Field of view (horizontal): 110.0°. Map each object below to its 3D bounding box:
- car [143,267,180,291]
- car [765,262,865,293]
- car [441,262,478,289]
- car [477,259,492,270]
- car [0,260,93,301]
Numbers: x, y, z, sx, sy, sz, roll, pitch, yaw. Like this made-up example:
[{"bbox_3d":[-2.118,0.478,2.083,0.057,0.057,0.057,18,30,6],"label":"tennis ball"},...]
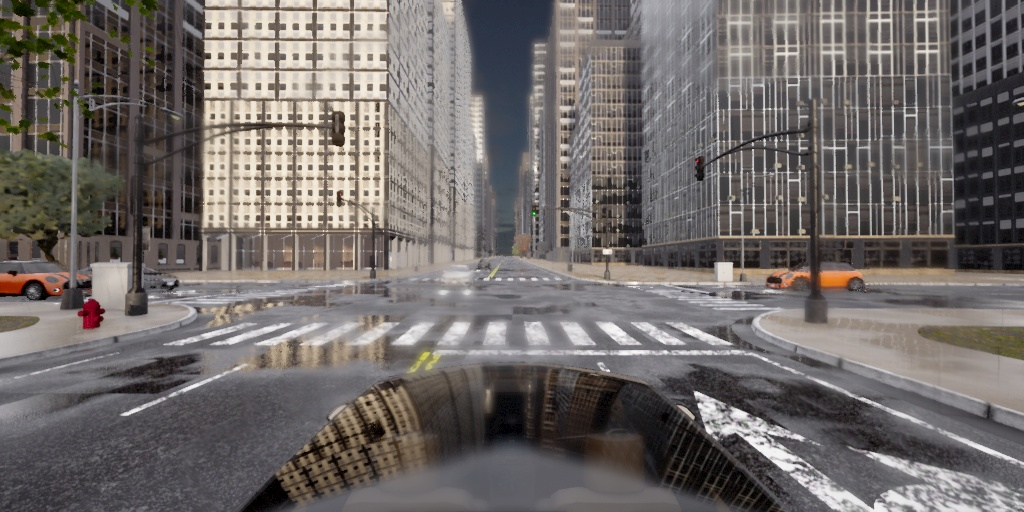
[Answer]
[{"bbox_3d":[-20.597,1.190,19.136,4.902,1.511,2.128,0,-1,2],"label":"car"},{"bbox_3d":[17.498,1.153,20.910,4.553,1.767,2.097,0,-1,2],"label":"car"},{"bbox_3d":[-3.468,1.327,23.614,1.812,1.442,4.674,0,-1,-1],"label":"car"},{"bbox_3d":[-3.943,1.219,51.172,1.837,1.490,4.892,0,0,-1],"label":"car"},{"bbox_3d":[-21.149,1.005,15.907,4.553,1.767,2.097,0,-1,2],"label":"car"}]
